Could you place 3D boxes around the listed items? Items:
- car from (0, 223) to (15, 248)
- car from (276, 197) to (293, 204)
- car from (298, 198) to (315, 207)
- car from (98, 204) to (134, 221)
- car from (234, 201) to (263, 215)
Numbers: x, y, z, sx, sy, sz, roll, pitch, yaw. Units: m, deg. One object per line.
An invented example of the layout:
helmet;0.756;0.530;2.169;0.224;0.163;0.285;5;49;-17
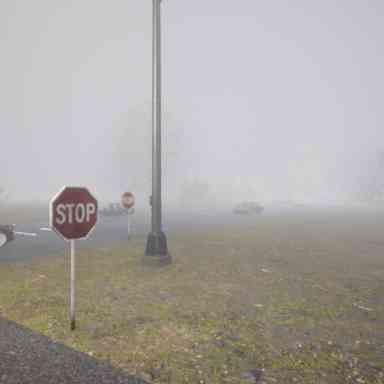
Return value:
car;-9.447;1.500;12.673;1.882;1.535;5.008;0;0;34
car;18.801;1.737;67.326;2.033;1.411;5.357;0;0;34
car;18.933;1.715;55.254;1.812;1.442;4.674;0;0;31
car;-7.250;1.672;28.512;1.895;1.301;4.718;0;0;34
car;6.153;1.690;35.898;1.994;1.385;4.181;0;0;34
